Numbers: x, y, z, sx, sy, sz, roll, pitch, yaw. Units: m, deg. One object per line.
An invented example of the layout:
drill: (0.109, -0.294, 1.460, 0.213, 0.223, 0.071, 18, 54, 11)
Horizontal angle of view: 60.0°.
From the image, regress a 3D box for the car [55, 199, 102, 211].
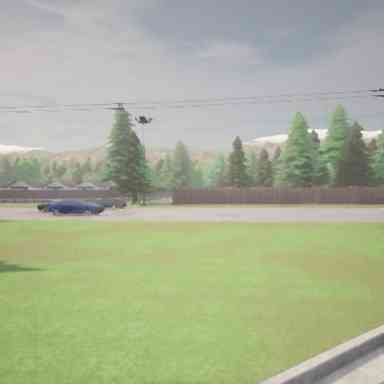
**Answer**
car: (-12.836, 1.470, 37.712, 4.718, 1.301, 1.895, 0, 0, 7)

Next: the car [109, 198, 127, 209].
car: (-10.155, 1.404, 40.897, 4.181, 1.385, 1.994, 0, 0, 7)

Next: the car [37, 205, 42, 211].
car: (-13.265, 1.490, 34.239, 4.718, 1.301, 1.895, 0, 0, 7)

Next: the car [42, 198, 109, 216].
car: (-10.565, 1.374, 30.362, 5.008, 1.535, 1.882, 0, 0, 7)
